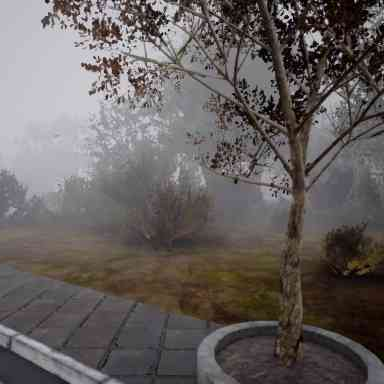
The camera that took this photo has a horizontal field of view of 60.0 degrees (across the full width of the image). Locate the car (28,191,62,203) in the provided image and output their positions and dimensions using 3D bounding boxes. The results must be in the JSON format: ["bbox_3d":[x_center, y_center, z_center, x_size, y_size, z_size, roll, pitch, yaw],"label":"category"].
[{"bbox_3d":[-18.325,0.943,41.817,2.150,2.045,5.566,1,0,32],"label":"car"}]
